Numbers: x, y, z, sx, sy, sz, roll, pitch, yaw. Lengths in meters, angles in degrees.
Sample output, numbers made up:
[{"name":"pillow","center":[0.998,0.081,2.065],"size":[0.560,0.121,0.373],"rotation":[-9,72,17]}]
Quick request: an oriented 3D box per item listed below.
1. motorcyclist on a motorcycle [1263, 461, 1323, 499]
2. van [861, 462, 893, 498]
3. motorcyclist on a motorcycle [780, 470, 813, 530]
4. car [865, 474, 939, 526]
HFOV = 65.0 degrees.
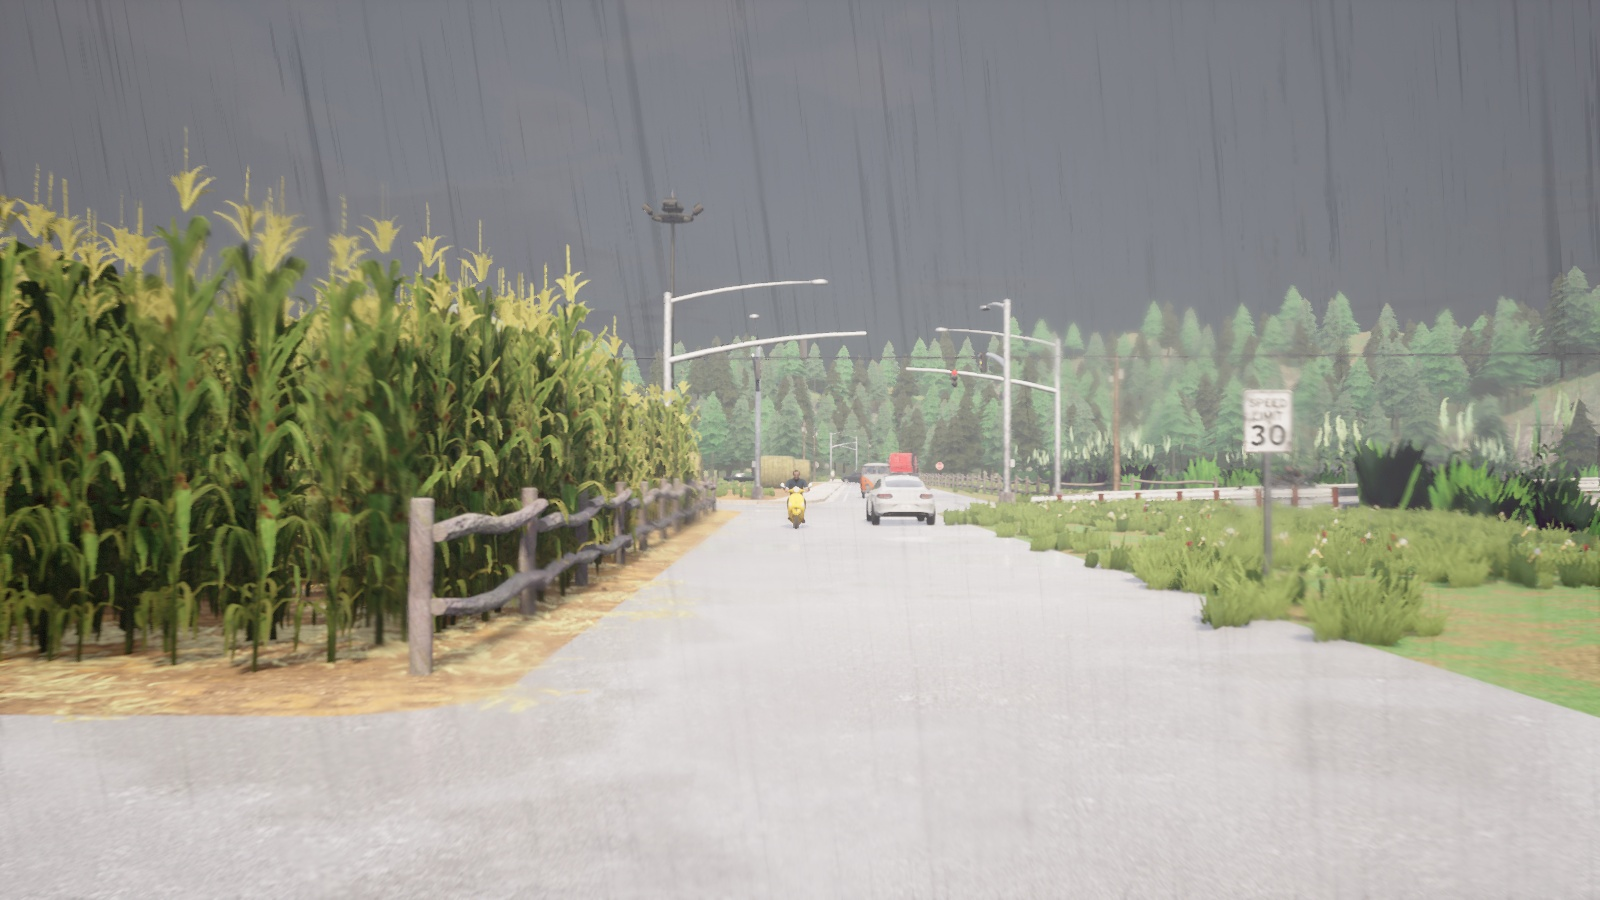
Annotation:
[{"name":"motorcyclist on a motorcycle","center":[21.388,1.306,54.501],"size":[2.191,1.530,0.866],"rotation":[-3,-1,5]},{"name":"van","center":[4.345,1.711,71.407],"size":[1.775,1.987,4.442],"rotation":[0,-1,3]},{"name":"motorcyclist on a motorcycle","center":[-0.087,1.338,34.026],"size":[0.866,1.590,1.817],"rotation":[0,-1,0]},{"name":"car","center":[3.007,1.462,37.851],"size":[1.812,1.442,4.674],"rotation":[0,-1,0]}]
